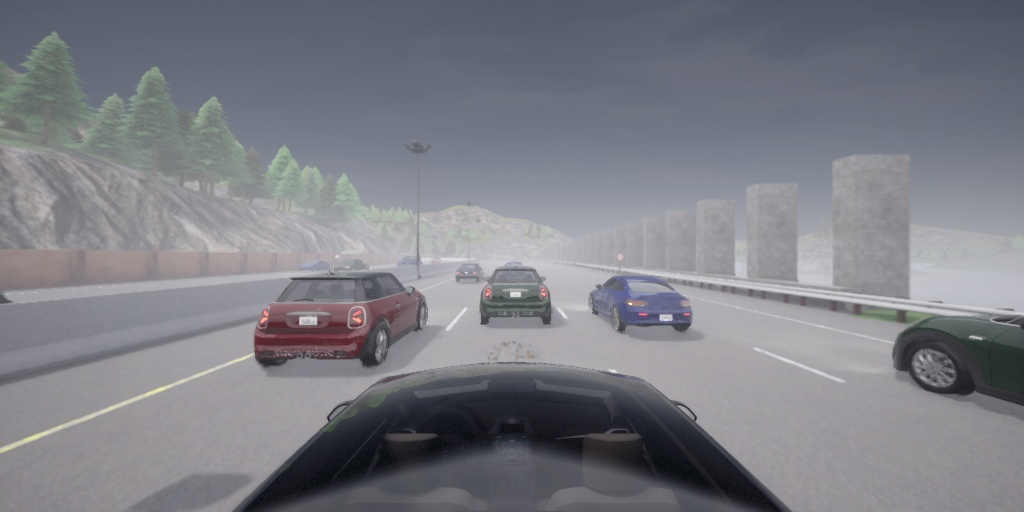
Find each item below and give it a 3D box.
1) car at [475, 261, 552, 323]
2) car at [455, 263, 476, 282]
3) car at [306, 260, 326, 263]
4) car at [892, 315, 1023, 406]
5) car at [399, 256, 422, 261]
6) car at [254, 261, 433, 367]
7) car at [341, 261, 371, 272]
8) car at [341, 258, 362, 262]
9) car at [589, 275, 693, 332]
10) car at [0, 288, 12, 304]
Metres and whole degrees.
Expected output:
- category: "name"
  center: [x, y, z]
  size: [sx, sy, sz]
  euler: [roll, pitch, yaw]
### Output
- category: "car"
  center: [0.103, 1.102, 12.189]
  size: [2.097, 1.767, 4.553]
  euler: [0, 0, 0]
- category: "car"
  center: [-3.320, 1.299, 28.913]
  size: [2.033, 1.411, 5.357]
  euler: [0, 0, 1]
- category: "car"
  center: [-24.170, 1.231, 43.993]
  size: [1.882, 1.535, 5.008]
  euler: [0, 0, 2]
- category: "car"
  center: [7.101, 1.101, 3.776]
  size: [2.097, 1.767, 4.553]
  euler: [0, 0, 0]
- category: "car"
  center: [-13.587, 0.978, 47.689]
  size: [2.150, 2.045, 5.566]
  euler: [0, 0, 2]
- category: "car"
  center: [-3.397, 1.103, 8.104]
  size: [2.097, 1.767, 4.553]
  euler: [0, 0, 0]
- category: "car"
  center: [-20.587, 1.318, 47.542]
  size: [1.994, 1.385, 4.181]
  euler: [0, 0, 2]
- category: "car"
  center: [-17.324, 1.104, 38.165]
  size: [2.097, 1.767, 4.553]
  euler: [0, 0, 2]
- category: "car"
  center: [3.603, 1.276, 10.690]
  size: [1.812, 1.442, 4.674]
  euler: [0, 0, 0]
- category: "car"
  center: [-14.097, 1.243, 7.309]
  size: [2.128, 1.511, 4.902]
  euler: [0, 0, 0]
